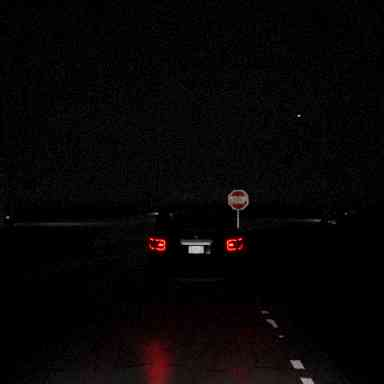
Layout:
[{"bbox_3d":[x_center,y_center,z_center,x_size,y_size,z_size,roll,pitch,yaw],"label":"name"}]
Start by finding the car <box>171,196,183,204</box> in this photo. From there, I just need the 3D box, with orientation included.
[{"bbox_3d":[-2.845,1.597,65.315,2.033,1.411,5.357,0,0,1],"label":"car"}]

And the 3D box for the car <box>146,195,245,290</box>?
[{"bbox_3d":[0.091,1.224,9.208,2.150,2.045,5.566,0,0,0],"label":"car"}]

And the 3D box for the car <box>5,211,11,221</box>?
[{"bbox_3d":[-15.510,1.564,23.551,4.902,1.511,2.128,0,-1,-2],"label":"car"}]

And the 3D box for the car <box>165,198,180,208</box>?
[{"bbox_3d":[-2.876,1.584,50.360,2.033,1.411,5.357,0,0,0],"label":"car"}]

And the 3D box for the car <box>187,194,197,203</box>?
[{"bbox_3d":[-0.030,1.407,70.937,2.097,1.767,4.553,0,0,0],"label":"car"}]

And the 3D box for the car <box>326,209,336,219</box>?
[{"bbox_3d":[13.644,1.539,26.605,5.357,1.411,2.033,0,-1,-1],"label":"car"}]

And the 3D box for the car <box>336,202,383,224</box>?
[{"bbox_3d":[12.992,1.505,23.718,4.181,1.385,1.994,0,-1,0],"label":"car"}]

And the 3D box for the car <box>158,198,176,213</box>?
[{"bbox_3d":[-2.831,1.502,39.097,1.882,1.535,5.008,0,0,-2],"label":"car"}]
